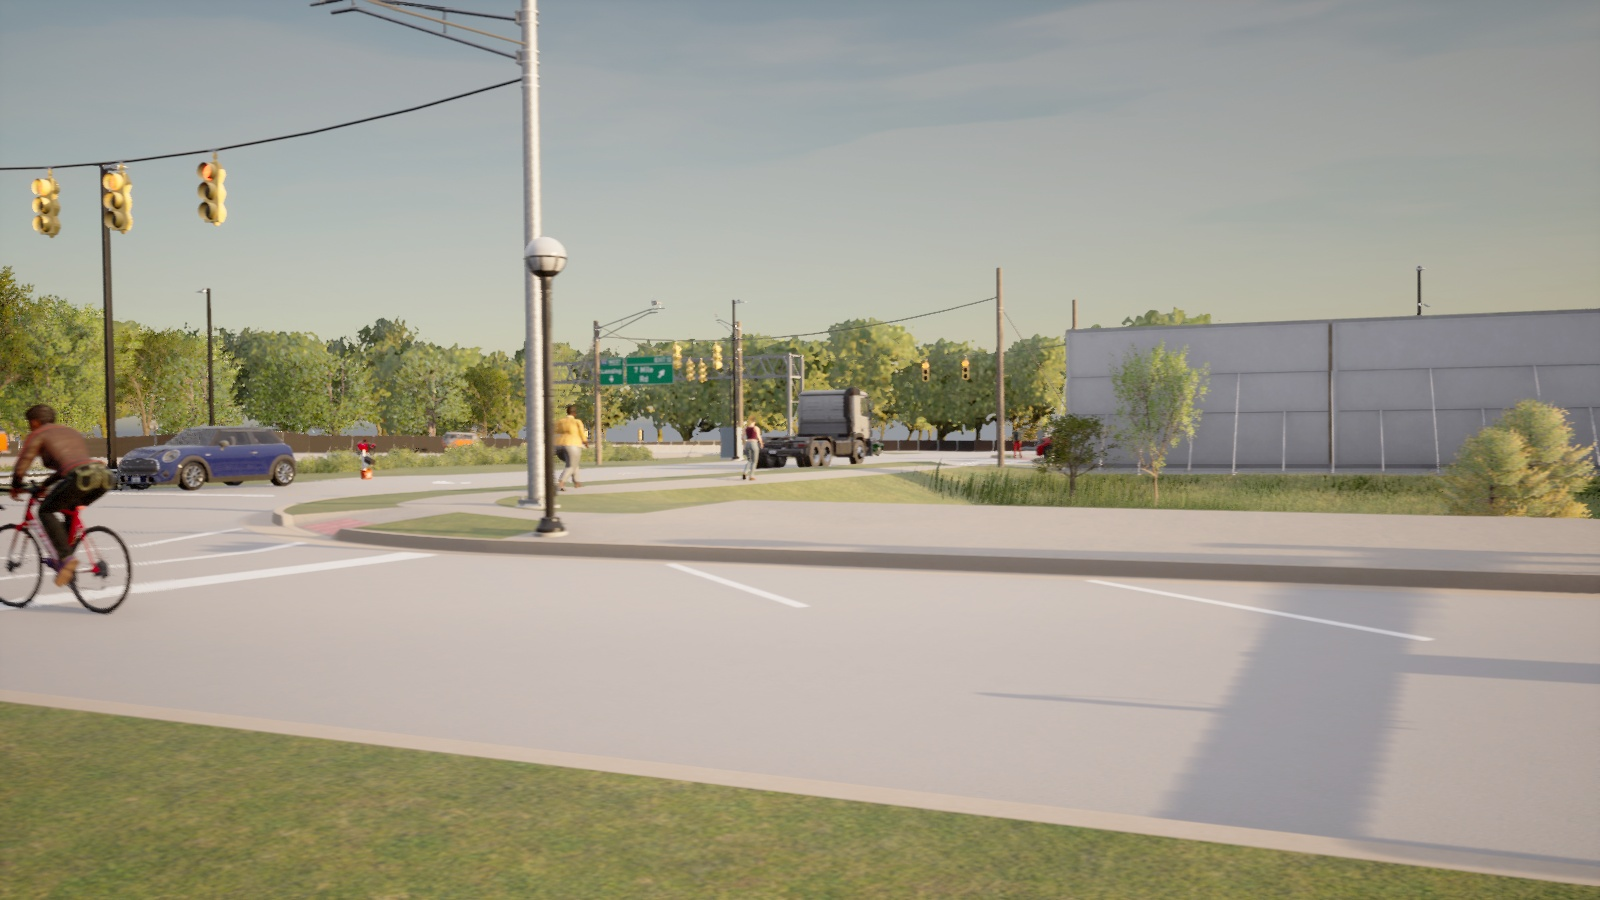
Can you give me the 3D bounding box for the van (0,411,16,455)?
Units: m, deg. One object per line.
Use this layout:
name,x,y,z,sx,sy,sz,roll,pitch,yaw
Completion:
van,-36.861,-0.756,54.674,1.775,1.987,4.442,0,0,23

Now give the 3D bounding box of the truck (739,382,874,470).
truck,0.440,-0.997,53.825,2.891,3.462,7.936,0,1,24

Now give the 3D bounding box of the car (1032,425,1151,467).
car,15.002,-0.237,64.703,5.566,2.045,2.150,1,2,29

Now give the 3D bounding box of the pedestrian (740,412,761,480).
pedestrian,-1.353,-0.109,34.463,0.345,1.836,0.594,0,2,24

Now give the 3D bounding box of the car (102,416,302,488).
car,-15.827,0.024,33.517,2.097,1.767,4.553,0,1,23

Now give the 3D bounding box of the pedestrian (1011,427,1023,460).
pedestrian,12.109,-0.355,70.081,0.353,1.847,0.614,1,2,43

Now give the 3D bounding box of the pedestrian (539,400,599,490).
pedestrian,-4.830,-0.115,26.323,0.874,1.855,0.900,0,1,22

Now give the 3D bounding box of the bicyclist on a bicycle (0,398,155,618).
bicyclist on a bicycle,-5.901,0.421,9.827,1.656,1.620,0.582,0,1,22
